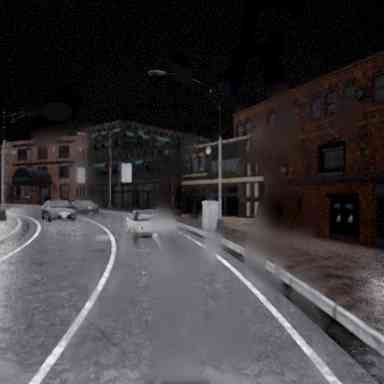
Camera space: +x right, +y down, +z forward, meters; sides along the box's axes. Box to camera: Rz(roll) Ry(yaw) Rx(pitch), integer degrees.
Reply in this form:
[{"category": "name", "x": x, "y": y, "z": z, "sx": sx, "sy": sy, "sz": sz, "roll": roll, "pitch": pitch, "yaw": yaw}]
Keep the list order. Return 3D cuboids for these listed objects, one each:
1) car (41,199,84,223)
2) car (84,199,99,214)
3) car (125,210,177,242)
[{"category": "car", "x": -9.710, "y": 1.317, "z": 24.110, "sx": 2.128, "sy": 1.511, "sz": 4.902, "roll": 1, "pitch": 0, "yaw": -32}, {"category": "car", "x": -10.444, "y": 1.366, "z": 31.465, "sx": 1.994, "sy": 1.385, "sz": 4.181, "roll": 1, "pitch": 0, "yaw": -39}, {"category": "car", "x": -2.117, "y": 1.517, "z": 15.956, "sx": 1.895, "sy": 1.301, "sz": 4.718, "roll": 0, "pitch": 0, "yaw": -16}]
